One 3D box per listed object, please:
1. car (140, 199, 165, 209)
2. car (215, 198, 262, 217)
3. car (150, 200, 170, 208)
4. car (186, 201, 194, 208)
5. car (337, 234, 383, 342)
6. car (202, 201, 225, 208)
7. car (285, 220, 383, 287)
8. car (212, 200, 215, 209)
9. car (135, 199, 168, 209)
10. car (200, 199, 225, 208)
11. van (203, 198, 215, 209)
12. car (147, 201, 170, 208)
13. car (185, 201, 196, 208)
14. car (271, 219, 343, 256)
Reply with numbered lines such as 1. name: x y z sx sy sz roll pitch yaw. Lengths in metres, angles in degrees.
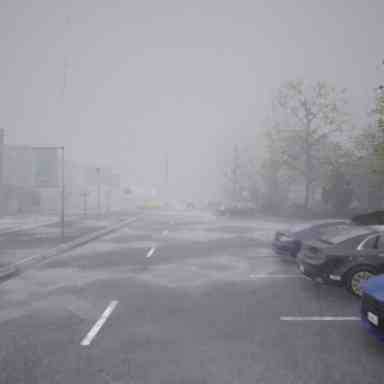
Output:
1. car: -7.406 2.295 63.069 4.553 1.767 2.185 0 -2 -1
2. car: 5.099 1.772 35.655 4.553 1.767 2.185 0 -1 0
3. car: -7.581 2.867 78.239 4.553 1.767 2.185 0 -2 -1
4. car: -0.438 2.942 79.222 1.882 1.535 5.008 0 -3 2
5. car: 5.088 1.536 4.770 5.008 1.535 2.097 0 -1 0
6. car: 4.716 2.799 73.568 4.892 1.521 2.231 0 -2 -1
7. car: 5.075 1.576 8.043 4.892 1.521 2.231 0 -1 0
8. car: 5.025 1.976 38.823 4.674 1.452 2.002 0 -1 0
9. car: -7.595 2.333 60.146 5.366 1.575 1.946 0 -2 -1
10. car: 4.657 2.658 76.245 5.566 2.045 2.435 0 -2 -1
11. van: 4.746 2.096 59.619 4.442 1.987 1.878 0 -2 -1
12. car: -7.565 2.866 75.201 5.008 1.535 2.097 0 -2 -1
13. car: -0.321 2.646 69.187 1.837 1.490 4.892 0 -2 -1
14. car: 5.076 1.653 11.319 4.674 1.452 2.002 0 -1 0
